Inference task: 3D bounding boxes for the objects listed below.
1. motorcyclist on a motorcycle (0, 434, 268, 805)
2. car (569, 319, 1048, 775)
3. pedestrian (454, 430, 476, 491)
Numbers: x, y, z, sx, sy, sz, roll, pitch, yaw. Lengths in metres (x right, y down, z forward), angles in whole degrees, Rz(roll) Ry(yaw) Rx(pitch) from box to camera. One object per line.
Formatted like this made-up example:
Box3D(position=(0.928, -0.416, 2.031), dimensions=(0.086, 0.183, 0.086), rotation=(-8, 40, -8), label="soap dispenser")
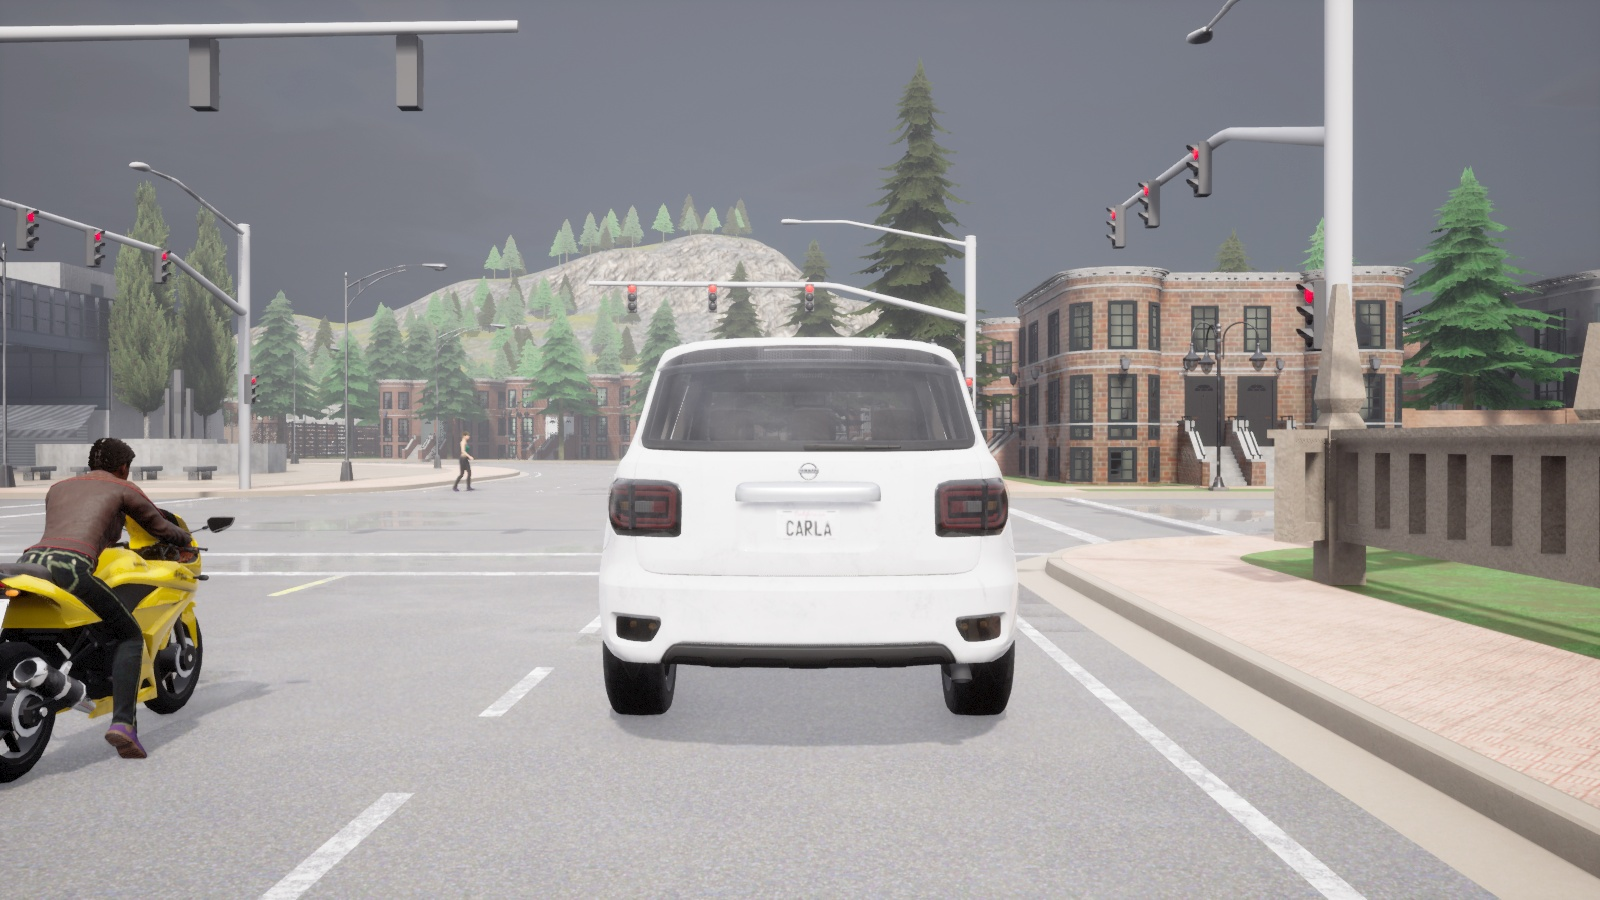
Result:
Box3D(position=(-3.453, 0.691, 6.178), dimensions=(0.797, 1.523, 2.044), rotation=(0, 0, 0), label="motorcyclist on a motorcycle")
Box3D(position=(0.058, 0.418, 8.421), dimensions=(2.150, 2.045, 5.566), rotation=(0, 0, 0), label="car")
Box3D(position=(-10.151, 0.312, 38.059), dimensions=(0.594, 1.836, 0.345), rotation=(0, 0, 2), label="pedestrian")
